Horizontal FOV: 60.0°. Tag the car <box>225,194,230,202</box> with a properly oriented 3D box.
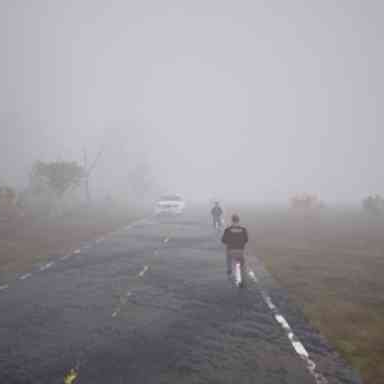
[{"bbox_3d":[6.601,1.444,73.423,1.994,1.385,4.181,0,0,11],"label":"car"}]

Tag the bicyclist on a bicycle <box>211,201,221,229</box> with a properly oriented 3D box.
[{"bbox_3d":[1.235,1.341,16.589,0.659,1.776,1.843,0,0,2],"label":"bicyclist on a bicycle"}]

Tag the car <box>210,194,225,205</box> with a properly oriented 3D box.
[{"bbox_3d":[4.162,1.475,57.097,1.994,1.385,4.181,0,0,8],"label":"car"}]

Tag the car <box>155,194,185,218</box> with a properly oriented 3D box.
[{"bbox_3d":[-1.886,1.168,30.496,2.150,2.045,5.566,0,0,4],"label":"car"}]

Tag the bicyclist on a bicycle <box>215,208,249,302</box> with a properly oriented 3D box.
[{"bbox_3d":[0.945,1.357,7.384,0.659,1.776,1.843,0,0,1],"label":"bicyclist on a bicycle"}]
